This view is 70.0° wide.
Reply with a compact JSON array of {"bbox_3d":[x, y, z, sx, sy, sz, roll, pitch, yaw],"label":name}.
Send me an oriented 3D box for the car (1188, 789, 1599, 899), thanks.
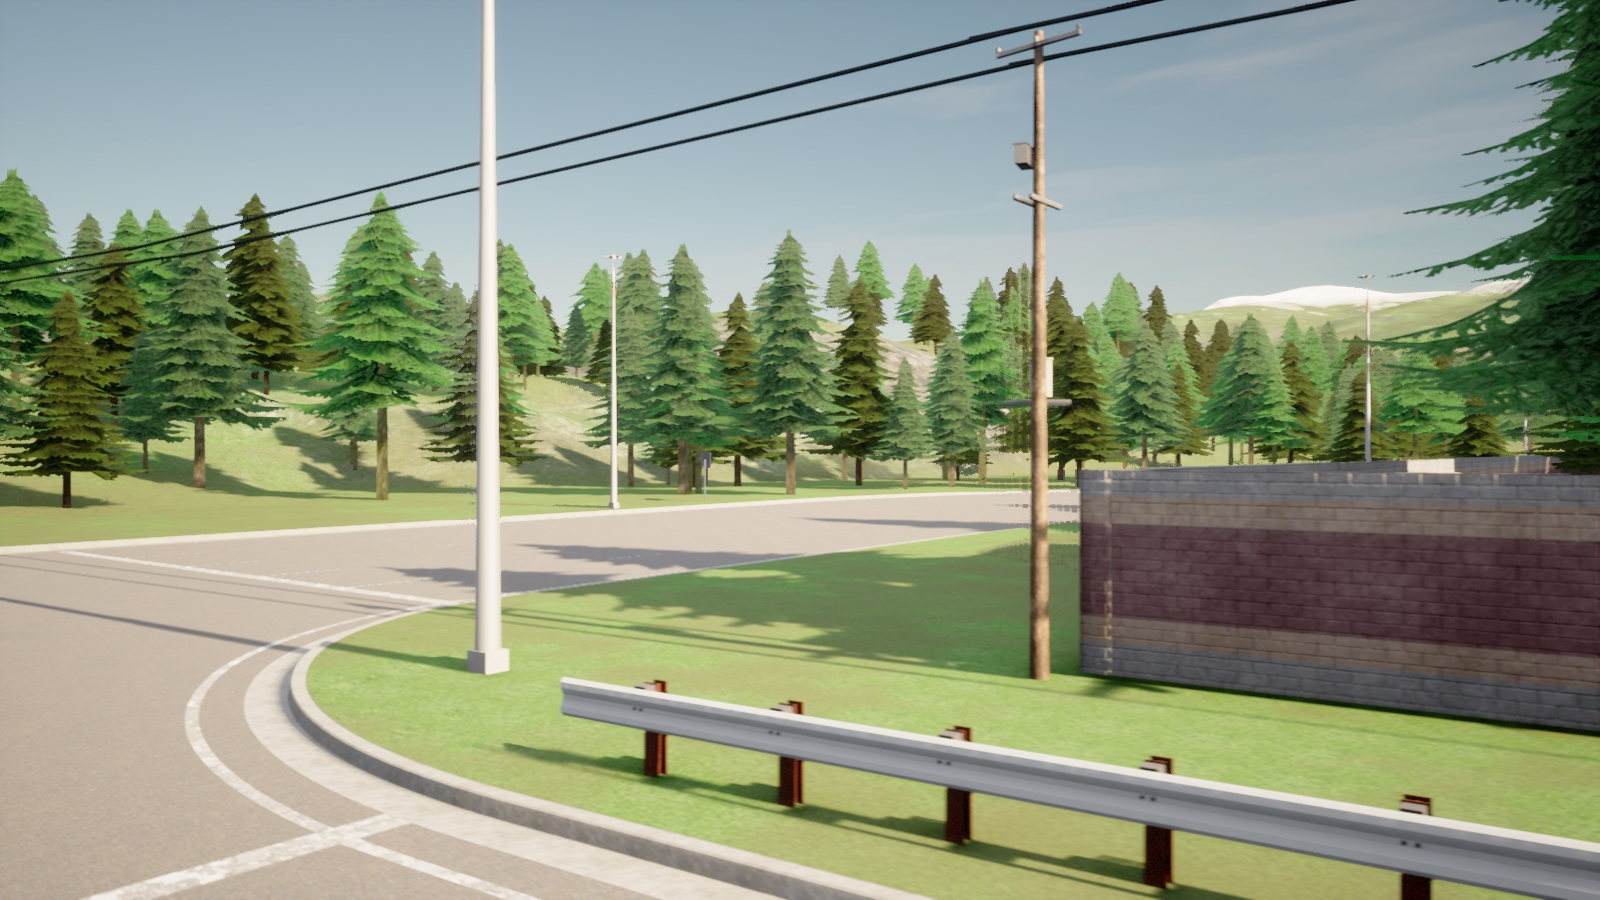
[{"bbox_3d":[3.213,1.982,1.537,5.238,1.638,2.097,0,0,35],"label":"car"}]
